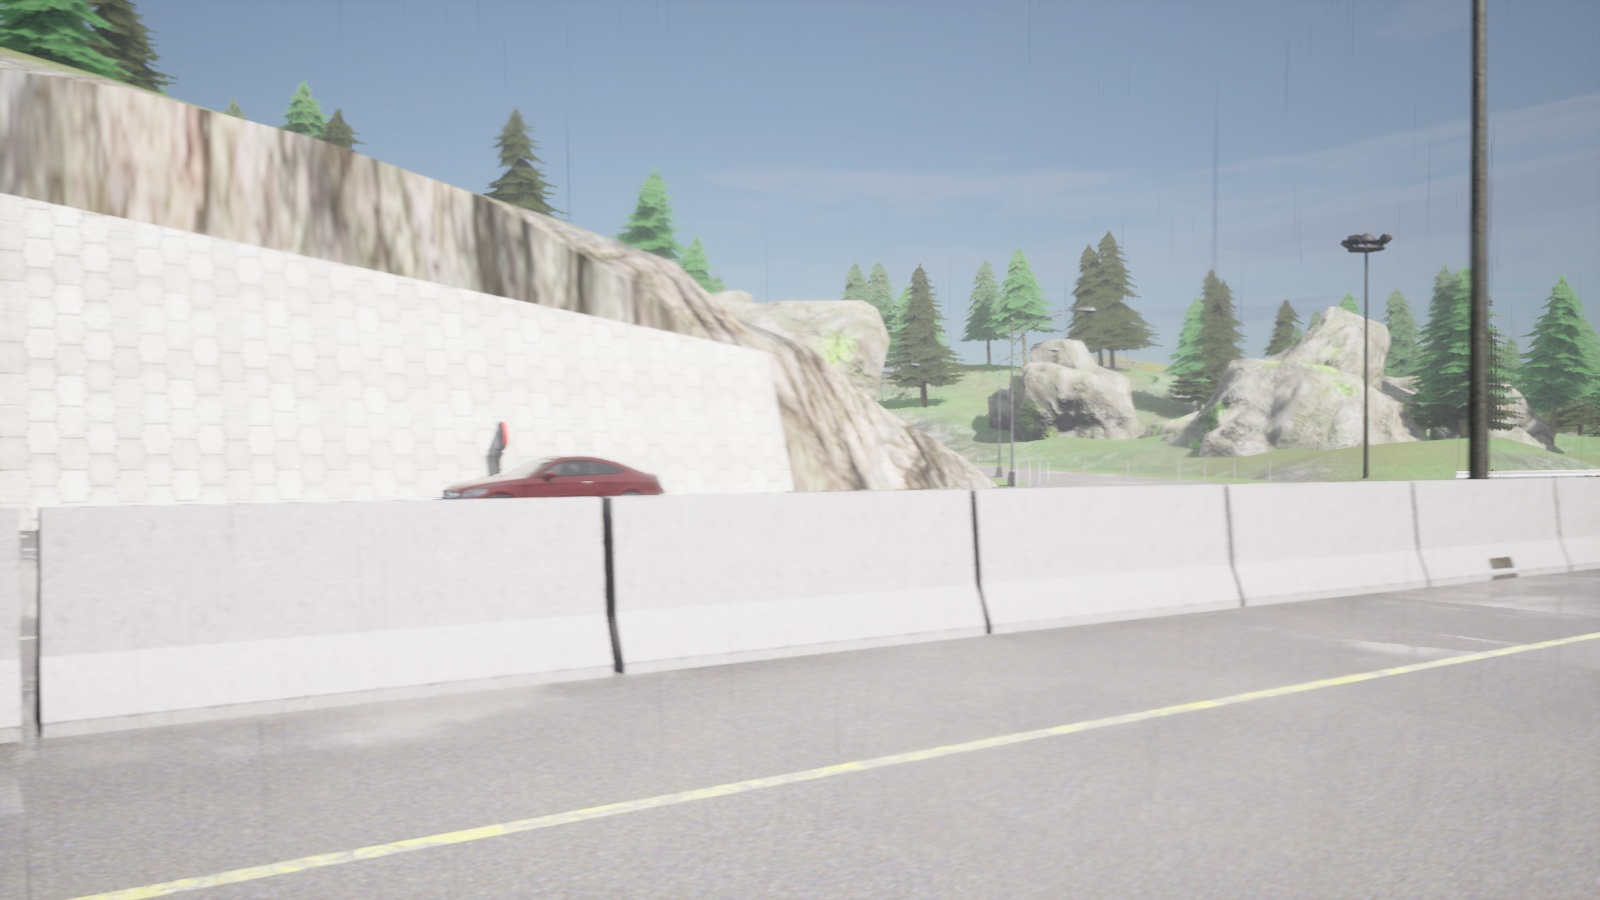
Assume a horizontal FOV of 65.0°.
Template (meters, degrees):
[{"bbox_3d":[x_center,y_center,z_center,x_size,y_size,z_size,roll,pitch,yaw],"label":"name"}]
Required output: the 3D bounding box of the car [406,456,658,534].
[{"bbox_3d":[-5.377,0.845,25.502,4.674,1.442,1.812,0,0,-35],"label":"car"}]
